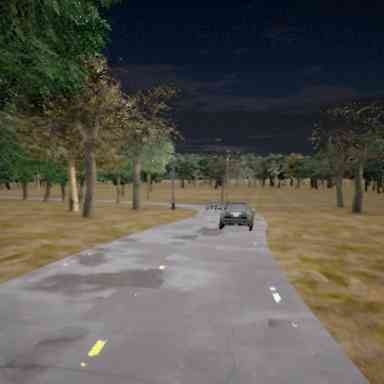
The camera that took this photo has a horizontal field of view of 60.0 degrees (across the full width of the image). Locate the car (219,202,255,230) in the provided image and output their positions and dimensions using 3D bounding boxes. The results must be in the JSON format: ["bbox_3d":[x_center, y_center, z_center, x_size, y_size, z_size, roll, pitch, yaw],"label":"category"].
[{"bbox_3d":[3.105,1.475,22.315,2.097,1.767,4.553,1,0,12],"label":"car"}]

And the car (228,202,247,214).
[{"bbox_3d":[5.794,2.011,42.656,1.895,1.301,4.718,0,-1,2],"label":"car"}]

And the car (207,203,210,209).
[{"bbox_3d":[2.567,1.511,37.884,1.994,1.385,4.181,0,-1,5],"label":"car"}]
